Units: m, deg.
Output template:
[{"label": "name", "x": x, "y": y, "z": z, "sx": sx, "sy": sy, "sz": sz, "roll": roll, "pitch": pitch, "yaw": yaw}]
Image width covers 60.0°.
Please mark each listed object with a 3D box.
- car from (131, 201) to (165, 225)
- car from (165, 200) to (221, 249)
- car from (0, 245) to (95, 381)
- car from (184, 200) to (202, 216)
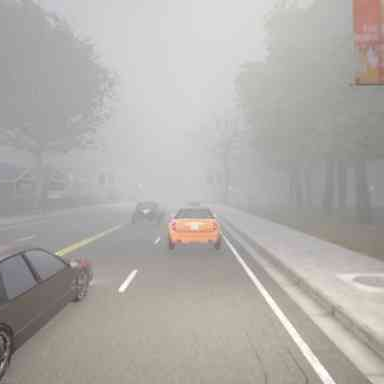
[{"label": "car", "x": -3.151, "y": 1.414, "z": 24.903, "sx": 2.097, "sy": 1.767, "sz": 4.553, "roll": 0, "pitch": 0, "yaw": 0}, {"label": "car", "x": 0.100, "y": 1.384, "z": 14.934, "sx": 2.097, "sy": 1.767, "sz": 4.553, "roll": 0, "pitch": 0, "yaw": 0}, {"label": "car", "x": -3.149, "y": 1.557, "z": 5.197, "sx": 2.033, "sy": 1.411, "sz": 5.357, "roll": 0, "pitch": 0, "yaw": 0}, {"label": "car", "x": 0.099, "y": 1.612, "z": 35.293, "sx": 1.837, "sy": 1.490, "sz": 4.892, "roll": 0, "pitch": 0, "yaw": 0}]
